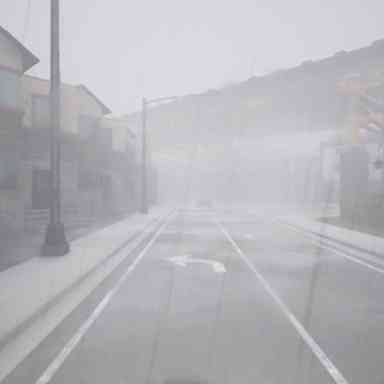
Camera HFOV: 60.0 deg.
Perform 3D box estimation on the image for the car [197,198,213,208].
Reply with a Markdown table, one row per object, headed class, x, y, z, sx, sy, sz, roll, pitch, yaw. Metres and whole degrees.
| class | x | y | z | sx | sy | sz | roll | pitch | yaw |
| --- | --- | --- | --- | --- | --- | --- | --- | --- | --- |
| car | 1.786 | 1.387 | 44.608 | 1.895 | 1.301 | 4.718 | 0 | 0 | 7 |
